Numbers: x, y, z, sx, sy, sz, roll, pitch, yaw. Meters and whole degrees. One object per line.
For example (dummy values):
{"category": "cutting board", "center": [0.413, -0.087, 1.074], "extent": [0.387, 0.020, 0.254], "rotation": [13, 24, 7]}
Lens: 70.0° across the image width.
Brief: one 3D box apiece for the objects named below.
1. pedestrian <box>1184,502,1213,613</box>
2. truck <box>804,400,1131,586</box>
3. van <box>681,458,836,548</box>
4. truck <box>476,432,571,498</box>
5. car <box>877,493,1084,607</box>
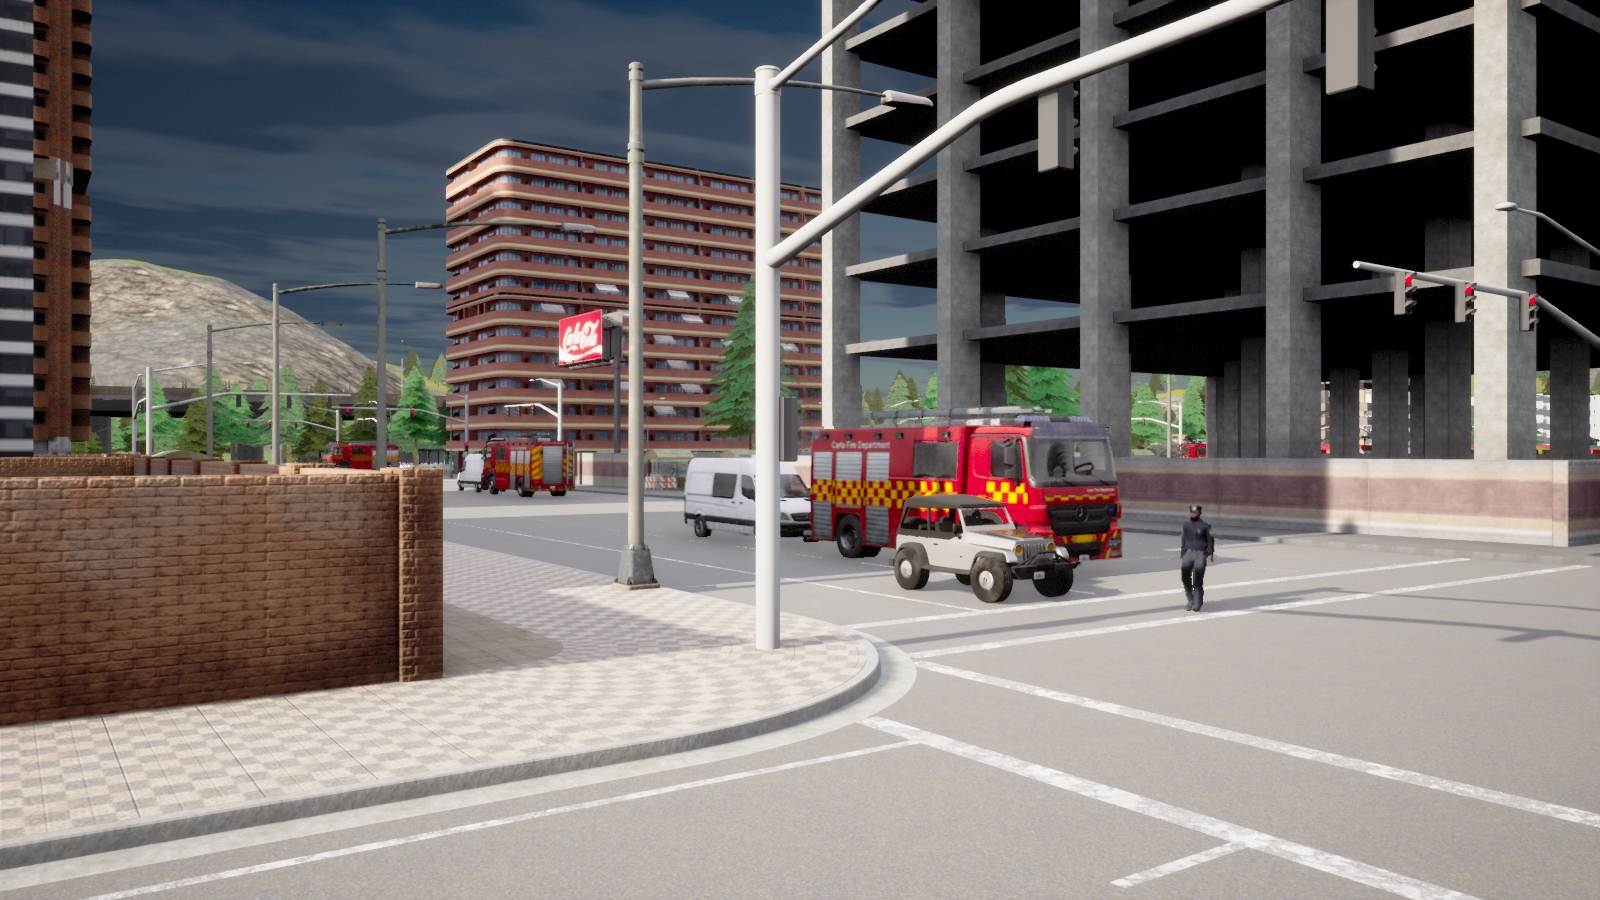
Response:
{"category": "pedestrian", "center": [6.902, 1.848, 19.786], "extent": [0.375, 1.860, 0.375], "rotation": [0, 0, 35]}
{"category": "truck", "center": [3.698, 0.889, 27.846], "extent": [2.891, 3.827, 8.468], "rotation": [0, 0, -35]}
{"category": "van", "center": [-1.433, 1.533, 35.716], "extent": [1.988, 2.561, 5.915], "rotation": [0, 0, -34]}
{"category": "truck", "center": [-17.186, 0.889, 70.593], "extent": [2.891, 3.827, 8.468], "rotation": [0, 0, -34]}
{"category": "car", "center": [3.447, 1.856, 22.431], "extent": [1.905, 1.878, 3.866], "rotation": [0, 0, -33]}
